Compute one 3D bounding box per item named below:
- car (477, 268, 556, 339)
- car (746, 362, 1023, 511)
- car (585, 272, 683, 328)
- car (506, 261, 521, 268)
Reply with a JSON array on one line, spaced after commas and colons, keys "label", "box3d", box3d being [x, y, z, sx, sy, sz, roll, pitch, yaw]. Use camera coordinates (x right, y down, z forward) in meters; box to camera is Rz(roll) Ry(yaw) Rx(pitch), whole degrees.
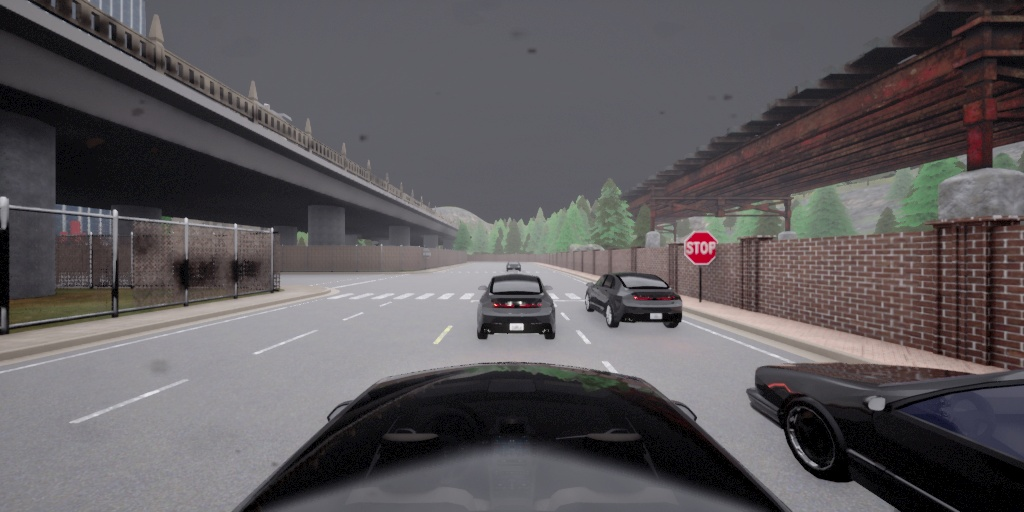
[{"label": "car", "box3d": [0.102, 1.254, 10.009, 1.837, 1.490, 4.892, 0, 0, 0]}, {"label": "car", "box3d": [3.600, 1.297, 1.620, 2.033, 1.411, 5.357, 0, 0, 0]}, {"label": "car", "box3d": [3.604, 1.254, 11.366, 1.837, 1.490, 4.892, 0, 0, 0]}, {"label": "car", "box3d": [0.203, 1.347, 46.293, 1.895, 1.301, 4.718, 0, 0, -1]}]
